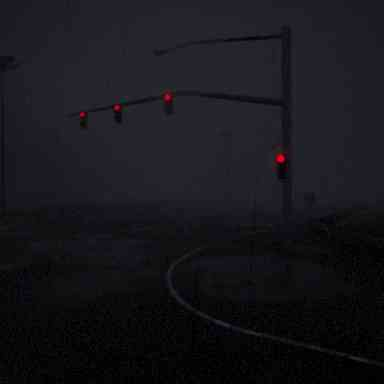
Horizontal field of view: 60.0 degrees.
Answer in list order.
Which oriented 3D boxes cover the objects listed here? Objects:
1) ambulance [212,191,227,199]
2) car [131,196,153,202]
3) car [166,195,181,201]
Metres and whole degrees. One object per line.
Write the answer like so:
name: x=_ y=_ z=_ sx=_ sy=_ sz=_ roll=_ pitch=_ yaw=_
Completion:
ambulance: x=5.844 y=0.999 z=67.882 sx=2.351 sy=2.431 sz=6.366 roll=0 pitch=0 yaw=19
car: x=-9.096 y=1.531 z=60.448 sx=2.128 sy=1.511 sz=4.902 roll=0 pitch=0 yaw=31
car: x=-3.930 y=1.508 z=71.844 sx=1.837 sy=1.490 sz=4.892 roll=0 pitch=0 yaw=19
